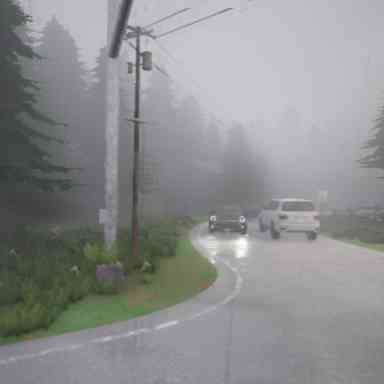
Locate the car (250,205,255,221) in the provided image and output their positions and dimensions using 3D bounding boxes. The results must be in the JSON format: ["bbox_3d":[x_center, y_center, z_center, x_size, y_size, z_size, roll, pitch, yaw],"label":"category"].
[{"bbox_3d":[4.806,1.795,29.631,1.895,1.301,4.718,1,0,27],"label":"car"}]

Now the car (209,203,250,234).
[{"bbox_3d":[2.198,1.477,20.052,2.097,1.767,4.553,1,0,7],"label":"car"}]

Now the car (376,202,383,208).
[{"bbox_3d":[26.311,2.028,43.959,4.902,1.511,2.128,1,0,-28],"label":"car"}]

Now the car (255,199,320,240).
[{"bbox_3d":[5.192,1.380,18.363,2.150,2.045,5.566,1,0,1],"label":"car"}]

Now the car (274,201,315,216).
[{"bbox_3d":[11.822,1.812,38.326,4.902,1.511,2.128,1,0,-39],"label":"car"}]
